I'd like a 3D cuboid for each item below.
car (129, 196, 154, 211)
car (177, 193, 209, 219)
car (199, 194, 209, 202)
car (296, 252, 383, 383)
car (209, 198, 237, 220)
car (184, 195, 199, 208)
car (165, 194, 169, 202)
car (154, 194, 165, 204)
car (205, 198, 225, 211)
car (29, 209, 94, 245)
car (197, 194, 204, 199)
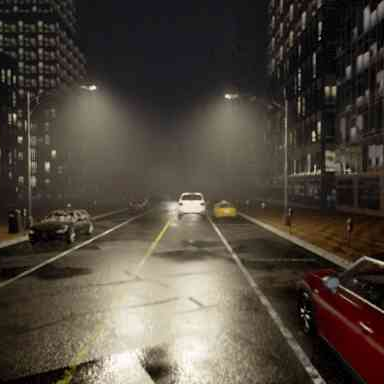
[{"bbox_3d":[-5.876,1.263,37.611,1.967,1.590,4.097,-1,0,0],"label":"car"},{"bbox_3d":[-0.024,1.082,27.691,2.150,2.045,5.566,0,0,0],"label":"car"},{"bbox_3d":[2.372,1.212,65.945,1.752,1.417,4.829,-1,0,0],"label":"car"},{"bbox_3d":[2.664,1.416,3.902,1.967,1.590,4.097,-1,0,0],"label":"car"},{"bbox_3d":[2.559,1.388,26.573,1.752,1.417,4.829,-1,0,0],"label":"car"},{"bbox_3d":[-0.109,1.255,45.663,1.882,1.535,5.008,0,0,0],"label":"car"},{"bbox_3d":[-6.006,1.281,65.736,1.802,1.307,4.206,-1,0,0],"label":"car"},{"bbox_3d":[-5.953,1.292,54.486,1.887,1.381,4.507,-1,0,0],"label":"car"},{"bbox_3d":[2.507,1.377,37.651,1.947,1.339,4.313,-1,0,0],"label":"car"},{"bbox_3d":[-5.767,1.481,15.112,2.008,1.369,4.403,-1,0,0],"label":"car"},{"bbox_3d":[2.268,1.178,88.275,1.802,1.307,4.206,-1,0,0],"label":"car"}]
